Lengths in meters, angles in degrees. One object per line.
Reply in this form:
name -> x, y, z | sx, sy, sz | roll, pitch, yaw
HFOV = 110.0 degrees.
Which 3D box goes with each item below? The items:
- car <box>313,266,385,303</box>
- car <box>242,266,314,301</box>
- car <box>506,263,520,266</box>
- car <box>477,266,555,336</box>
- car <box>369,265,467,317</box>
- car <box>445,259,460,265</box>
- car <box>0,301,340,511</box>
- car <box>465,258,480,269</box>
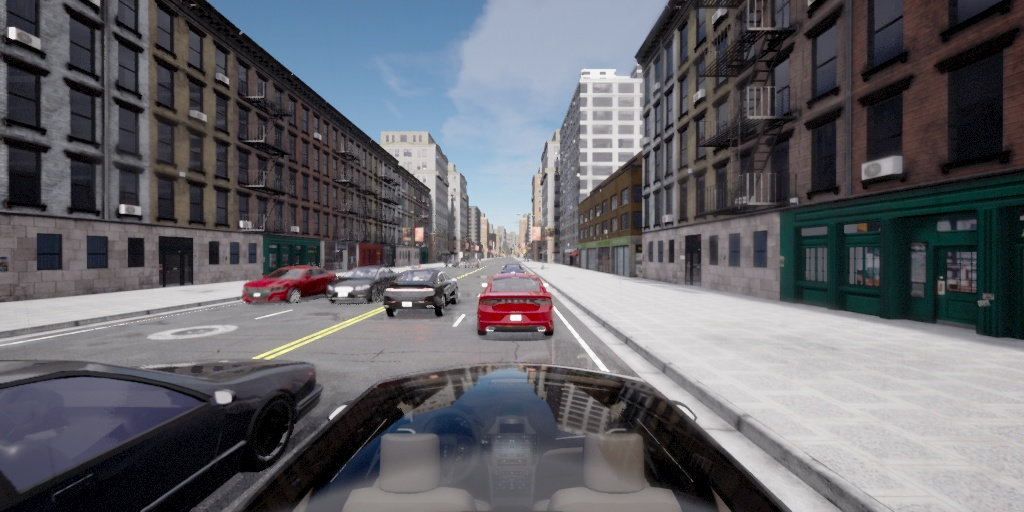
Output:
car -> -6.612, 1.242, 16.462 | 2.128, 1.511, 4.902 | 0, 0, 0
car -> -9.860, 1.228, 16.358 | 1.882, 1.535, 5.008 | 0, 0, 0
car -> 0.082, 1.319, 30.814 | 1.994, 1.385, 4.181 | 0, 0, 0
car -> 0.093, 1.227, 10.475 | 1.882, 1.535, 5.008 | 0, 0, 0
car -> -3.160, 1.241, 13.216 | 2.128, 1.511, 4.902 | 0, 0, 0
car -> -9.786, 1.271, 59.164 | 2.128, 1.511, 4.902 | 0, 0, 0
car -> -3.147, 1.297, 1.745 | 2.033, 1.411, 5.357 | 0, 0, 0
car -> -6.536, 1.129, 59.196 | 2.097, 1.767, 4.553 | 0, 0, 0
